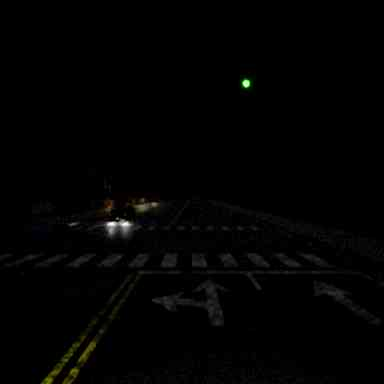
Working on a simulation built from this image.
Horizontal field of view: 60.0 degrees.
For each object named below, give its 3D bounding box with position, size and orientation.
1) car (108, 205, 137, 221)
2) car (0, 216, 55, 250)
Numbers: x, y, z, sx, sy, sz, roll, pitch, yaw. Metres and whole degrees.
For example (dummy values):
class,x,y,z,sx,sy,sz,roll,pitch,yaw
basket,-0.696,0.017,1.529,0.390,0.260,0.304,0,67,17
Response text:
class,x,y,z,sx,sy,sz,roll,pitch,yaw
car,-6.479,1.925,31.501,2.033,1.411,5.357,0,-1,0
car,-8.605,1.722,13.756,5.357,1.411,2.033,0,-1,-34
